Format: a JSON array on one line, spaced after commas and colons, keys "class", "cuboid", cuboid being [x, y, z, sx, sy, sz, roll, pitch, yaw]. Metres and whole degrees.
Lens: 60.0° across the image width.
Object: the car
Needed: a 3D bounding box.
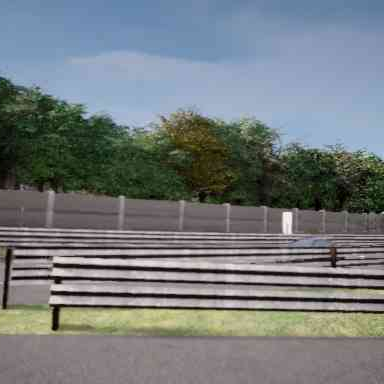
[{"class": "car", "cuboid": [6.634, 3.303, 18.745, 4.674, 1.442, 1.812, 5, -5, -29]}]
